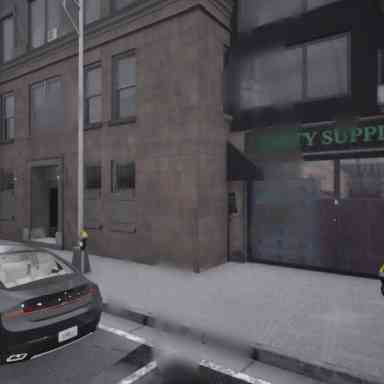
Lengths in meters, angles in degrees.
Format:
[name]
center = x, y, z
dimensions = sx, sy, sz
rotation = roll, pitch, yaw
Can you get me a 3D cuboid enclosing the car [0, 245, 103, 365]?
[car]
center = -3.335, 1.550, 5.457
dimensions = 4.403, 1.369, 2.008
rotation = 0, 0, 36
